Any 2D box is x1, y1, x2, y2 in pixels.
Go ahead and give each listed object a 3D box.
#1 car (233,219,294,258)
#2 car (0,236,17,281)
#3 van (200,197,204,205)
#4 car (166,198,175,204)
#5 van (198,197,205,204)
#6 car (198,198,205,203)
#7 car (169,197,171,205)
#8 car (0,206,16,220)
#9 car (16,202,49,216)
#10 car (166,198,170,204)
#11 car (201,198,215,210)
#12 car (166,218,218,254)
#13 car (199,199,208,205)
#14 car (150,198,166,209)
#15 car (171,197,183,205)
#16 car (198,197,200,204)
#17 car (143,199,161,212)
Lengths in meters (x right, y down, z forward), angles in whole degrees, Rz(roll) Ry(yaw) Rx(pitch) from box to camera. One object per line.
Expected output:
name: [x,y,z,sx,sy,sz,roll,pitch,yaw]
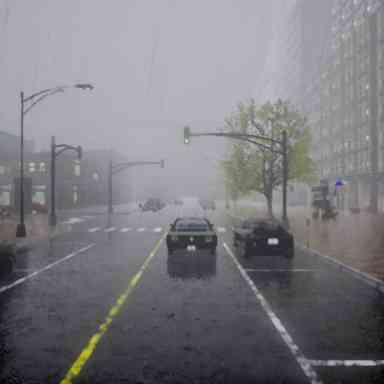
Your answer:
car: [2.686,1.690,13.086,1.947,1.339,4.313,0,-1,0]
car: [-5.691,1.638,7.541,1.947,1.339,4.313,0,-1,0]
van: [2.659,1.877,56.666,1.690,1.788,3.998,0,-1,0]
car: [-5.743,2.402,89.961,2.008,1.369,4.403,0,-1,0]
van: [2.639,2.192,89.971,1.690,1.788,3.998,0,-1,0]
car: [2.634,2.431,95.690,1.752,1.417,4.829,0,-1,0]
car: [-5.736,2.270,78.690,1.752,1.417,4.829,0,-1,0]
car: [-17.164,1.347,26.181,5.009,1.841,2.192,1,-2,-1]
car: [-17.290,1.696,34.553,4.507,1.381,1.887,1,-2,-1]
car: [-5.726,2.139,62.207,2.008,1.369,4.403,0,-1,0]
car: [2.662,2.010,51.283,1.752,1.417,4.829,0,-1,0]
car: [-0.006,1.735,14.118,1.895,1.301,4.718,0,0,0]
car: [2.644,2.312,78.867,1.947,1.339,4.313,0,-1,0]
car: [-5.718,1.798,51.108,2.192,1.841,5.009,0,-1,0]
car: [-3.046,2.247,73.446,1.994,1.385,4.181,0,-1,0]
car: [2.651,2.191,67.766,2.008,1.369,4.403,0,-1,0]
car: [-5.715,2.012,45.555,1.802,1.307,4.206,0,-1,0]
